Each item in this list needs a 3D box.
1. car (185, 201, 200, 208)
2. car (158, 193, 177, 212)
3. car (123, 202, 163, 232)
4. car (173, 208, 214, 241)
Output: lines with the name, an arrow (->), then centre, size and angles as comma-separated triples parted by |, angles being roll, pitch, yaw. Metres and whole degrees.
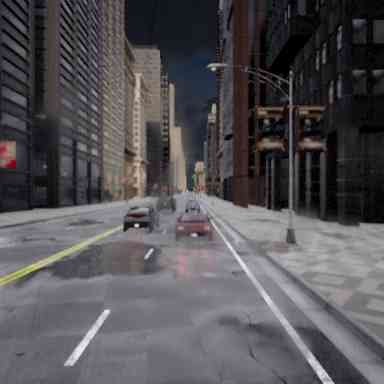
car -> 0.110, 1.830, 43.262 | 2.033, 1.411, 5.357 | 0, 0, 0
car -> -3.142, 1.497, 41.989 | 2.150, 2.045, 5.566 | 0, 0, 0
car -> -3.146, 1.653, 21.372 | 1.837, 1.490, 4.892 | 0, 0, 0
car -> 0.102, 1.722, 17.541 | 1.895, 1.301, 4.718 | 0, 0, 0
